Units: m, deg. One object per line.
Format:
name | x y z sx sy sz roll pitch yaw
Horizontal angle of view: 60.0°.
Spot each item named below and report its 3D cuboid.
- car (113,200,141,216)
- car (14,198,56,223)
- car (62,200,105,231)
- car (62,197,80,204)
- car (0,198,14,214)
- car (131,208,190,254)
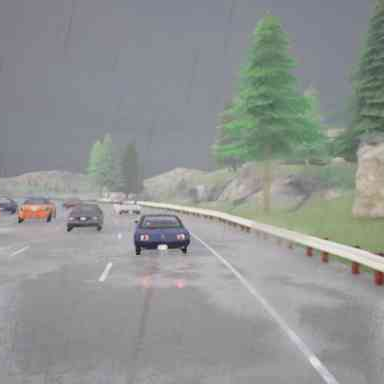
car | -6.060 1.406 30.664 1.895 1.301 4.718 0 0 -20
car | -11.389 1.208 24.681 2.097 1.767 4.553 0 0 -18
car | -6.256 1.426 19.787 2.033 1.411 5.357 0 0 -13
car | -14.681 1.318 40.757 1.994 1.385 4.181 0 0 -28
car | -18.097 1.345 32.221 1.812 1.442 4.674 0 0 -24
car | -1.313 1.514 13.144 1.895 1.301 4.718 0 0 -9
